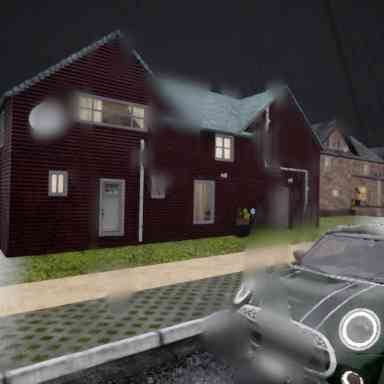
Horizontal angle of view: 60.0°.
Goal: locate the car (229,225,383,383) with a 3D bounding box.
[{"bbox_3d":[2.722,1.356,5.021,4.553,1.767,2.097,0,0,-36],"label":"car"}]
